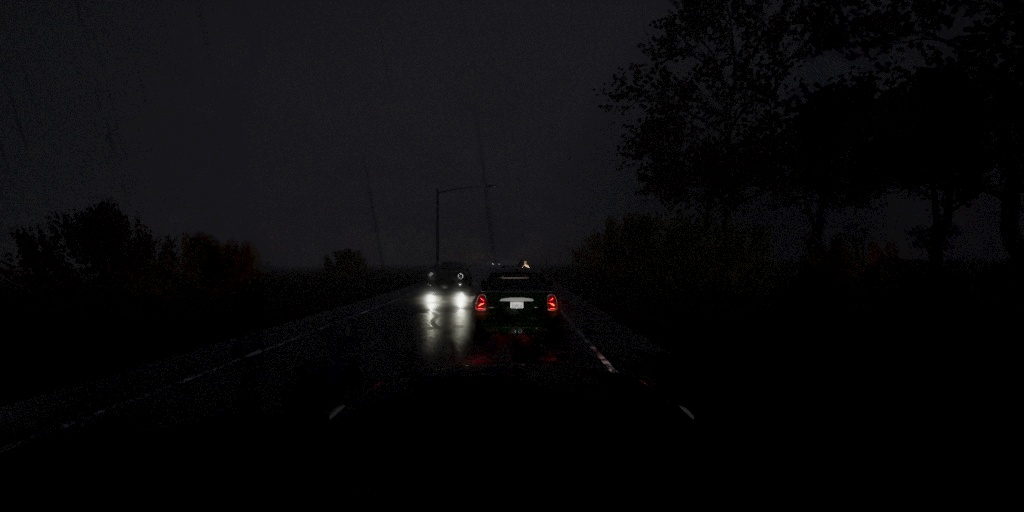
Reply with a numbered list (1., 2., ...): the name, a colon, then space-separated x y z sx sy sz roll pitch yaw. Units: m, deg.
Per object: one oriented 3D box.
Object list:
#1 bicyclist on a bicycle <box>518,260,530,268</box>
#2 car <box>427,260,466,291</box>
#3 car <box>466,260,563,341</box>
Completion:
1. bicyclist on a bicycle: 0.959 1.177 25.825 0.866 1.612 1.509 0 0 1
2. car: -3.597 1.094 21.462 2.097 1.767 4.553 0 0 0
3. car: 0.108 1.099 10.002 2.097 1.767 4.553 0 0 0
